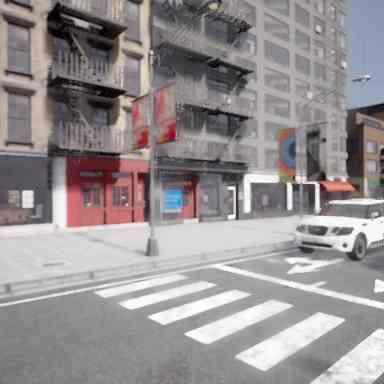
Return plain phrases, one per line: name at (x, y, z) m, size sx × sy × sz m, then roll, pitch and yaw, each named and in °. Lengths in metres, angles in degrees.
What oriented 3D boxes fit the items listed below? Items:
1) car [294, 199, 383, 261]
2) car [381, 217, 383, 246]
car at (6.338, 1.302, 13.021) m, size 5.566 × 2.045 × 2.150 m, roll 0°, pitch -1°, yaw -39°
car at (8.076, 1.552, 10.247) m, size 4.902 × 1.511 × 2.128 m, roll 0°, pitch -1°, yaw -39°
